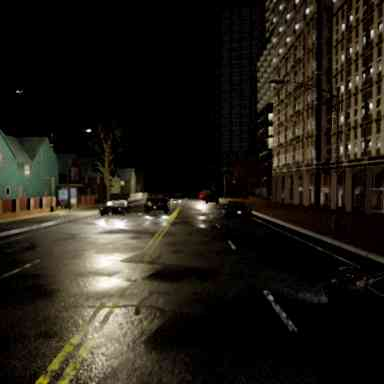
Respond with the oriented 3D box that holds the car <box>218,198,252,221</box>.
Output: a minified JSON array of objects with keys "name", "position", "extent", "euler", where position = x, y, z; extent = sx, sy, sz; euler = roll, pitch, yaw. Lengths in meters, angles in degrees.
[{"name":"car","position":[3.348,1.404,25.582],"extent":[1.994,1.385,4.181],"euler":[0,0,0]}]

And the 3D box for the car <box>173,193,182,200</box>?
[{"name":"car","position":[-3.255,1.026,75.026],"extent":[2.128,1.511,4.902],"euler":[0,0,0]}]

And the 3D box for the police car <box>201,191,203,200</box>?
[{"name":"police car","position":[3.245,1.069,64.906],"extent":[1.930,1.638,5.238],"euler":[0,0,0]}]

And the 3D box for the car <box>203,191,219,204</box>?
[{"name":"car","position":[3.246,1.049,53.762],"extent":[2.097,1.767,4.553],"euler":[0,0,0]}]

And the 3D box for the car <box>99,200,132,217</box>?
[{"name":"car","position":[-6.600,1.421,29.063],"extent":[1.895,1.301,4.718],"euler":[0,0,0]}]

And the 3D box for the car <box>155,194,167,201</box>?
[{"name":"car","position":[-6.504,1.158,70.173],"extent":[2.033,1.411,5.357],"euler":[0,0,0]}]

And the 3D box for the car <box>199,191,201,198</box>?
[{"name":"car","position":[3.245,0.819,75.830],"extent":[2.150,2.045,5.566],"euler":[0,0,0]}]

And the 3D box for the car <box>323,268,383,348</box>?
[{"name":"car","position":[3.347,1.522,3.734],"extent":[2.033,1.411,5.357],"euler":[0,0,0]}]

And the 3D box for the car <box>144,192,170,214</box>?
[{"name":"car","position":[-3.350,1.024,32.660],"extent":[2.150,2.045,5.566],"euler":[0,0,0]}]
